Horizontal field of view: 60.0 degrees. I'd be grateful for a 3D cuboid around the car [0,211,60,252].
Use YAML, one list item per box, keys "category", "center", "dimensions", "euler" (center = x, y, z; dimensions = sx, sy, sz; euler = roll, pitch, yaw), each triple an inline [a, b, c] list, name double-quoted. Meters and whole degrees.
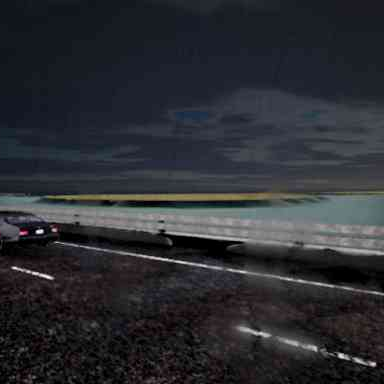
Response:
- category: "car"
  center: [-7.700, 1.515, 13.838]
  dimensions: [5.357, 1.411, 2.033]
  euler: [0, 0, 36]
